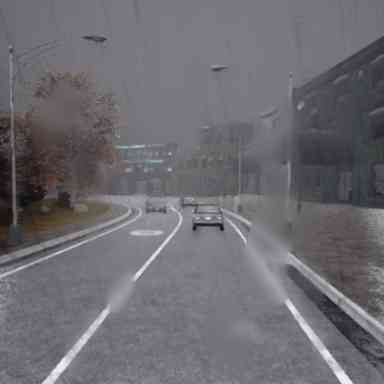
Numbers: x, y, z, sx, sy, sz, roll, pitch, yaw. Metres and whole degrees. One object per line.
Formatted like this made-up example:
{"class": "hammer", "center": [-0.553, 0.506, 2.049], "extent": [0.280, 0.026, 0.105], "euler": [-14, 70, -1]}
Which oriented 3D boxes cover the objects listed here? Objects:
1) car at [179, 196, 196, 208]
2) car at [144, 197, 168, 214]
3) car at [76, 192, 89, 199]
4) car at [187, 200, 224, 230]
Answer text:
{"class": "car", "center": [-0.488, 1.159, 39.680], "extent": [2.033, 1.411, 5.357], "euler": [0, 1, -7]}
{"class": "car", "center": [-3.377, 1.261, 31.400], "extent": [1.837, 1.490, 4.892], "euler": [0, 1, -8]}
{"class": "car", "center": [-22.702, 0.597, 67.293], "extent": [4.181, 1.385, 1.994], "euler": [1, 3, 41]}
{"class": "car", "center": [0.924, 1.440, 20.287], "extent": [2.033, 1.411, 5.357], "euler": [0, 1, 1]}
